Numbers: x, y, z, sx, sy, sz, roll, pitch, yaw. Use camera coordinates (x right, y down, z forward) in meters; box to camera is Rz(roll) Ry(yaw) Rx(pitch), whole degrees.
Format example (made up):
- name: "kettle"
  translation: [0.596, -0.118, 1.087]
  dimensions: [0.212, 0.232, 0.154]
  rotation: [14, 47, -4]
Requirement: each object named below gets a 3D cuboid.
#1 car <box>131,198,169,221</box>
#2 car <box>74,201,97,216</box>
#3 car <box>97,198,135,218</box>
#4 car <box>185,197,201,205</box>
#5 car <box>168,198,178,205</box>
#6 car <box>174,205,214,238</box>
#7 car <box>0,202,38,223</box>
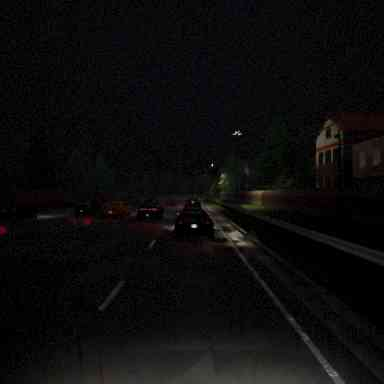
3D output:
- name: "car"
  translation: [-3.394, 1.546, 27.801]
  dimensions: [2.128, 1.511, 4.902]
  rotation: [0, 0, 0]
- name: "car"
  translation: [-10.392, 1.591, 33.579]
  dimensions: [1.812, 1.442, 4.674]
  rotation: [0, 0, 0]
- name: "car"
  translation: [-6.895, 1.537, 30.595]
  dimensions: [1.882, 1.535, 5.008]
  rotation: [0, 0, 0]
- name: "car"
  translation: [0.106, 1.439, 45.143]
  dimensions: [2.097, 1.767, 4.553]
  rotation: [0, 0, 0]
- name: "car"
  translation: [-3.394, 1.673, 56.087]
  dimensions: [1.994, 1.385, 4.181]
  rotation: [0, 0, 0]
- name: "car"
  translation: [0.103, 1.599, 17.900]
  dimensions: [1.994, 1.385, 4.181]
  rotation: [0, 0, 0]
- name: "car"
  translation: [-13.895, 1.542, 26.073]
  dimensions: [2.128, 1.511, 4.902]
  rotation: [0, 0, 0]
